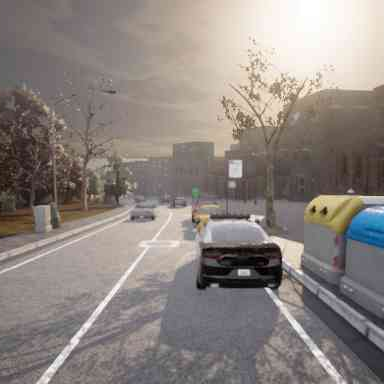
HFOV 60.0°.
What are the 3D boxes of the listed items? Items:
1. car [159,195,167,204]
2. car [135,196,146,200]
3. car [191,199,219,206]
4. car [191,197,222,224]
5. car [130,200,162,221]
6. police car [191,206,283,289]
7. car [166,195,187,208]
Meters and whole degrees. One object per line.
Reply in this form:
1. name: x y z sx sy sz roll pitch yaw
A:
1. car: -4.806 1.380 60.393 1.837 1.490 4.892 -2 0 -16
2. car: -10.422 1.491 67.111 1.837 1.490 4.892 -2 1 -17
3. car: 1.024 1.417 19.368 1.801 1.575 5.366 0 0 0
4. car: 1.009 1.298 25.201 2.097 1.767 4.553 0 0 -1
5. car: -3.746 1.551 26.728 1.895 1.301 4.718 0 0 -2
6. police car: 1.038 1.407 9.242 1.930 1.638 5.238 0 0 0
7. car: -1.954 1.380 46.905 2.128 1.511 4.902 -1 0 -10
